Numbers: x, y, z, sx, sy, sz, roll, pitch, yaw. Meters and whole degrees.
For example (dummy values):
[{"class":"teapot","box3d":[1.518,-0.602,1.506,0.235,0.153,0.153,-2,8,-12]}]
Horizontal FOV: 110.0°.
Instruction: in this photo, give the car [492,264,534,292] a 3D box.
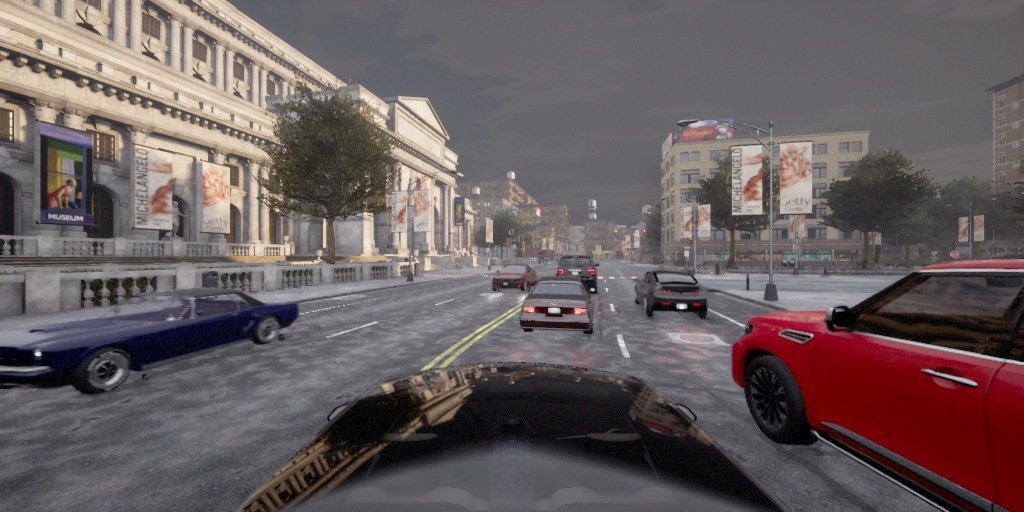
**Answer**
[{"class":"car","box3d":[0.253,1.227,21.432,1.882,1.535,5.008,0,0,14]}]

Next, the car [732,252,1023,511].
[{"class":"car","box3d":[3.786,0.968,2.124,2.150,2.045,5.566,0,0,2]}]

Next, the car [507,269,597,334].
[{"class":"car","box3d":[1.463,1.297,10.700,2.033,1.411,5.357,0,0,11]}]

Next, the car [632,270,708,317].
[{"class":"car","box3d":[5.681,1.257,13.240,1.837,1.490,4.892,0,0,13]}]

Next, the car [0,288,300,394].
[{"class":"car","box3d":[-6.562,1.351,6.874,1.895,1.301,4.718,0,0,8]}]

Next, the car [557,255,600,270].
[{"class":"car","box3d":[3.801,0.971,20.677,2.150,2.045,5.566,0,0,13]}]
